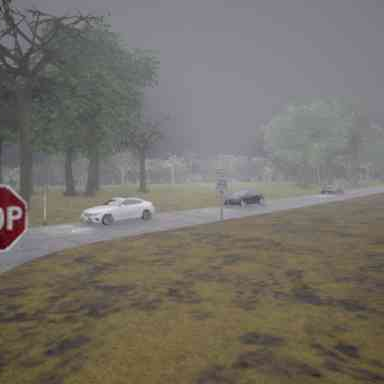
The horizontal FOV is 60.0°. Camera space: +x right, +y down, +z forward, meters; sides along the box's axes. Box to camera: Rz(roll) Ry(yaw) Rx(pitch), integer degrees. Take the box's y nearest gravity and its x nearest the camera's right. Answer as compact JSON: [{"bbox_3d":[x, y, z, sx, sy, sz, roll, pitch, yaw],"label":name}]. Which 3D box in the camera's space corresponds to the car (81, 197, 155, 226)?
[{"bbox_3d":[-4.282,1.059,19.894,1.812,1.442,4.674,1,3,40],"label":"car"}]

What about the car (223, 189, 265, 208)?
[{"bbox_3d":[4.738,0.497,30.033,1.882,1.535,5.008,1,3,42],"label":"car"}]

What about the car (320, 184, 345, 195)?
[{"bbox_3d":[19.871,-0.372,46.775,2.033,1.411,5.357,1,3,42],"label":"car"}]
